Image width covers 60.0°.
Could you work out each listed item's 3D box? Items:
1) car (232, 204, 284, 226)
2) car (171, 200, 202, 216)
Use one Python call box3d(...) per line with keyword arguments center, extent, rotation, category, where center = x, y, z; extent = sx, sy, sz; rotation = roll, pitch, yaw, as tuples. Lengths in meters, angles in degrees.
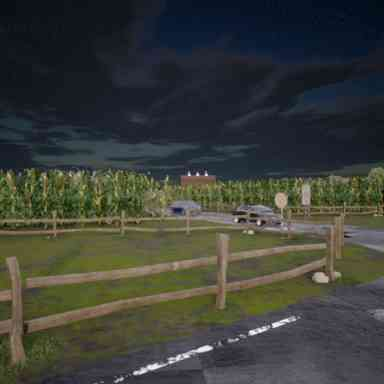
box3d(center=(4.902, 1.702, 25.257), extent=(1.837, 1.490, 4.892), rotation=(0, 0, -26), category="car")
box3d(center=(-0.644, 1.697, 37.052), extent=(2.097, 1.767, 4.553), rotation=(0, -1, -25), category="car")
